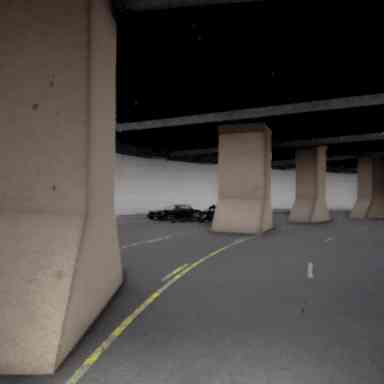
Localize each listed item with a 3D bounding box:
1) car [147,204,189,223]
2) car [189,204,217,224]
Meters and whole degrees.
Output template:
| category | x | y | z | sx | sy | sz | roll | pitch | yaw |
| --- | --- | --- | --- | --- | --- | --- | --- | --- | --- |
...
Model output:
| category | x | y | z | sx | sy | sz | roll | pitch | yaw |
| --- | --- | --- | --- | --- | --- | --- | --- | --- | --- |
| car | -1.320 | 1.634 | 26.069 | 1.895 | 1.301 | 4.718 | 1 | 0 | 38 |
| car | 2.266 | 1.581 | 24.883 | 1.837 | 1.490 | 4.892 | 0 | -1 | 40 |
